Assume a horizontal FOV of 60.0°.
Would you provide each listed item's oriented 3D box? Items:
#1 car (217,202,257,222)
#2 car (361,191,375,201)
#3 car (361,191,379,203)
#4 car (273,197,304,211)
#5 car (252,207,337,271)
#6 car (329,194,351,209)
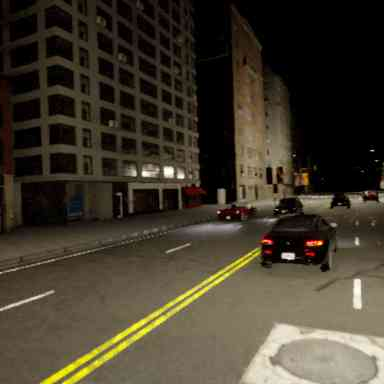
[{"bbox_3d":[3.539,1.490,25.729,1.895,1.301,4.718,-2,0,26],"label":"car"},{"bbox_3d":[27.743,0.543,52.469,1.812,1.442,4.674,-2,0,26],"label":"car"},{"bbox_3d":[23.790,0.643,44.280,2.128,1.511,4.902,-2,0,27],"label":"car"},{"bbox_3d":[8.014,1.229,27.450,1.837,1.490,4.892,-2,0,26],"label":"car"},{"bbox_3d":[3.430,1.406,10.410,1.812,1.442,4.674,-2,0,26],"label":"car"},{"bbox_3d":[15.766,0.968,35.359,1.812,1.442,4.674,-2,0,26],"label":"car"}]
